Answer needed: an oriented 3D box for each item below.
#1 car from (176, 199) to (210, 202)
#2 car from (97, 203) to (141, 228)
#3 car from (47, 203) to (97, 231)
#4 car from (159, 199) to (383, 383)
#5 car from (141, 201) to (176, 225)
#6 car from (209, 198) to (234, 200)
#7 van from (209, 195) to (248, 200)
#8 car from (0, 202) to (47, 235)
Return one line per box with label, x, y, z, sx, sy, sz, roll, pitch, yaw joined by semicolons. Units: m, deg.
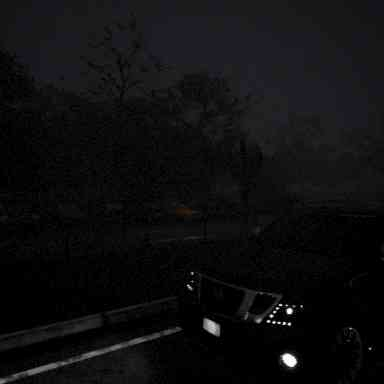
car;-1.157;1.494;25.689;1.946;1.575;5.366;0;0;-36
car;-5.773;1.504;22.605;2.231;1.521;4.892;0;0;-36
car;-8.037;1.506;21.000;2.097;1.535;5.008;0;0;-36
car;2.472;1.180;5.449;5.566;2.045;2.150;-1;0;-35
car;-3.538;1.529;24.249;2.163;1.488;4.792;0;0;-36
car;0.976;1.524;27.481;2.163;1.488;4.792;0;0;-36
van;3.317;1.266;28.976;1.878;1.987;4.442;0;0;-36
car;-10.309;1.385;19.405;2.185;1.767;4.553;0;0;-36
